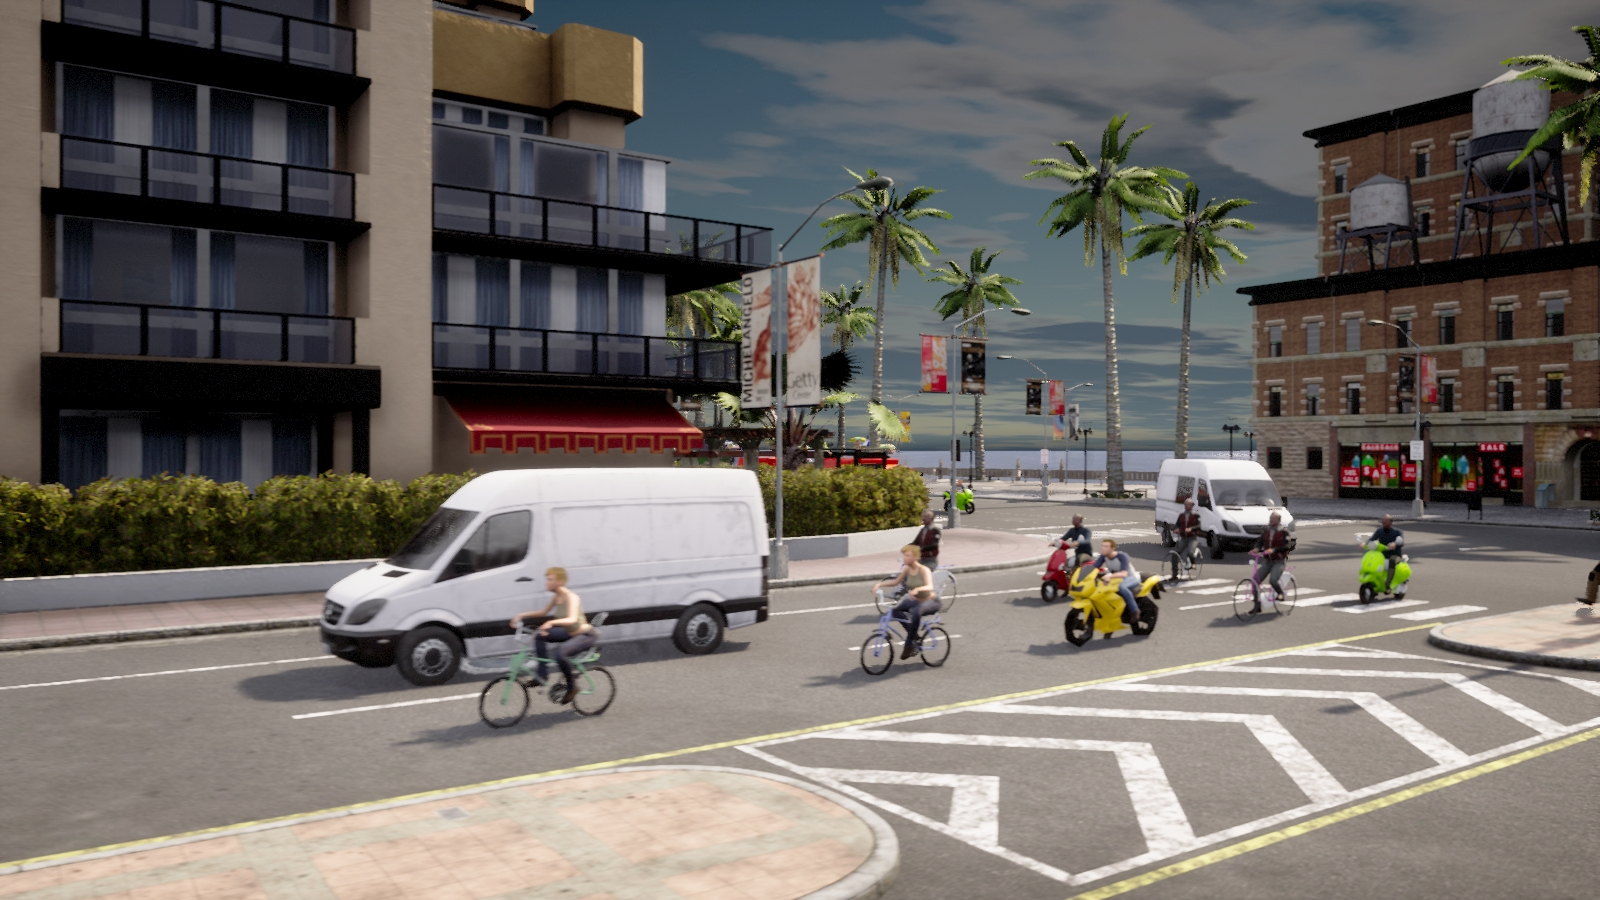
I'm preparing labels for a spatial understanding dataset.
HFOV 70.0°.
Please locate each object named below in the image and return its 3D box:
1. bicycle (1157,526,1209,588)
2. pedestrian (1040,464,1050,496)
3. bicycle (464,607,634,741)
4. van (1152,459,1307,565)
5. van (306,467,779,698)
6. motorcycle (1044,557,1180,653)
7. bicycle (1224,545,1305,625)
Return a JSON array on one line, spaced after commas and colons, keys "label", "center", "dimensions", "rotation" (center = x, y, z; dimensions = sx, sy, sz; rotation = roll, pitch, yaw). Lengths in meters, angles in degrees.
[{"label": "bicycle", "center": [8.043, 2.226, 23.960], "dimensions": [0.329, 1.171, 1.835], "rotation": [0, 0, 42]}, {"label": "pedestrian", "center": [14.123, 1.733, 65.896], "dimensions": [0.375, 1.860, 0.375], "rotation": [0, 0, -43]}, {"label": "bicycle", "center": [-2.578, 2.260, 11.758], "dimensions": [1.487, 1.080, 0.859], "rotation": [0, 0, -35]}, {"label": "van", "center": [11.538, 1.555, 31.243], "dimensions": [1.988, 2.561, 5.915], "rotation": [0, 0, 0]}, {"label": "van", "center": [-3.306, 1.540, 15.453], "dimensions": [5.915, 2.561, 1.988], "rotation": [0, 0, -34]}, {"label": "motorcycle", "center": [4.570, 2.224, 16.670], "dimensions": [2.033, 1.145, 0.803], "rotation": [0, 0, -35]}, {"label": "bicycle", "center": [7.753, 2.224, 19.028], "dimensions": [1.835, 1.171, 0.329], "rotation": [0, 0, -36]}]
